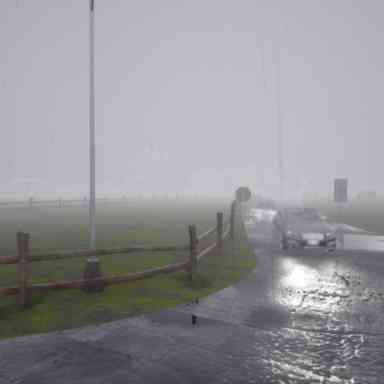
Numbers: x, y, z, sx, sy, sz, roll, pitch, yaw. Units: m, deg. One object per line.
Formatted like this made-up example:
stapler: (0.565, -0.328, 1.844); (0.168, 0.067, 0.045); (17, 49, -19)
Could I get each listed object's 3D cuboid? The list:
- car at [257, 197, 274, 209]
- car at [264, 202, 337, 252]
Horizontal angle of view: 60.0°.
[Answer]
car: (8.664, 1.267, 39.121); (1.895, 1.301, 4.718); (1, 1, 13)
car: (4.303, 1.368, 13.376); (2.128, 1.511, 4.902); (1, 1, 7)
